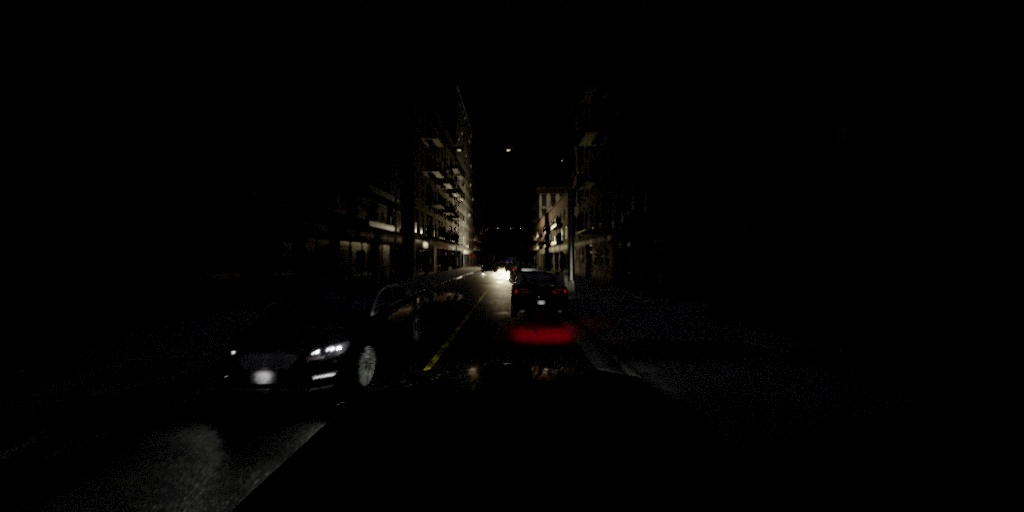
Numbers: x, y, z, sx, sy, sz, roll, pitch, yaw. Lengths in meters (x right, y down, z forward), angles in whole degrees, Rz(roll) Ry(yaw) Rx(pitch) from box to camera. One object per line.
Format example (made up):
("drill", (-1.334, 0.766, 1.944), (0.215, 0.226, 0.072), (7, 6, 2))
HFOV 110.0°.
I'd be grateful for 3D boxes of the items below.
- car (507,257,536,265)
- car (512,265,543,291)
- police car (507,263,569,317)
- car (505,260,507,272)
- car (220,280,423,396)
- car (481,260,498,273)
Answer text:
("car", (0.893, 1.103, 29.443), (2.150, 2.045, 5.566), (0, 0, 0))
("car", (0.894, 1.371, 23.411), (1.812, 1.442, 4.674), (0, 0, 0))
("police car", (0.897, 1.223, 13.520), (1.930, 1.638, 5.238), (0, 0, 0))
("car", (0.002, 1.626, 50.858), (1.895, 1.301, 4.718), (0, 0, 0))
("car", (-3.103, 1.262, 6.936), (2.128, 1.511, 4.902), (0, 0, 0))
("car", (-3.096, 1.366, 49.514), (2.097, 1.767, 4.553), (0, 0, 0))
